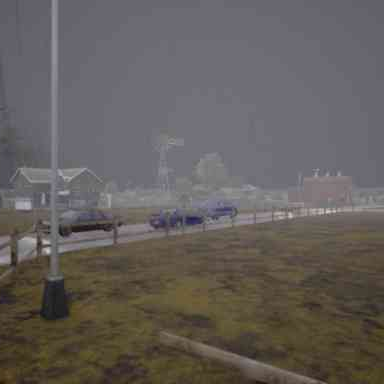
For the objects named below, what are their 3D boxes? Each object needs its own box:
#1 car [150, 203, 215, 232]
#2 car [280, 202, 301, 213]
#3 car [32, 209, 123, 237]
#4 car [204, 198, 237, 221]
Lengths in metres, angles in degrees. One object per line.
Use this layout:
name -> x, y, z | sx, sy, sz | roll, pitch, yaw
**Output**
car -> -0.745, 1.767, 22.834 | 1.882, 1.535, 5.008 | 0, -1, 36
car -> 14.580, 2.280, 49.228 | 1.837, 1.490, 4.892 | 0, -1, 35
car -> -6.523, 1.745, 19.660 | 2.033, 1.411, 5.357 | 0, 0, 34
car -> 2.355, 1.625, 32.200 | 2.150, 2.045, 5.566 | 0, -1, 35
